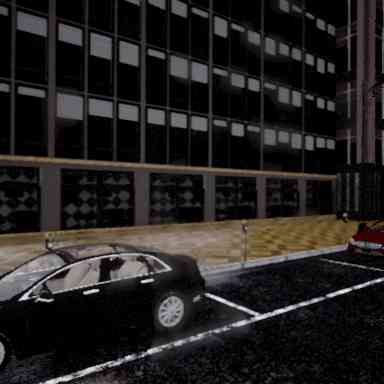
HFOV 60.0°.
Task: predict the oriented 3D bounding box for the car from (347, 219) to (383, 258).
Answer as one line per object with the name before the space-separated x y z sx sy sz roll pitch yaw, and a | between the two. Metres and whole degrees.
car | 7.208 1.605 11.700 4.206 1.307 1.802 0 0 -36

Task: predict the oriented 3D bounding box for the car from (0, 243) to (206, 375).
car | -1.811 1.553 5.264 4.403 1.369 2.008 0 0 -36
